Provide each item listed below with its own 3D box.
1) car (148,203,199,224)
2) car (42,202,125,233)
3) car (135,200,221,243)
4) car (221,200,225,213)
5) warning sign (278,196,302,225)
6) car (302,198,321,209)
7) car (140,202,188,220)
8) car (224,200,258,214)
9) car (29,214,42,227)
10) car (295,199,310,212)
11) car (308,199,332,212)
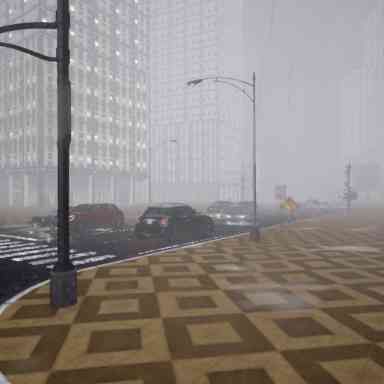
[{"bbox_3d":[-1.415,1.699,27.787,1.812,1.442,4.674,0,-1,34],"label":"car"},{"bbox_3d":[-6.355,1.468,20.505,2.097,1.767,4.553,0,-1,34],"label":"car"},{"bbox_3d":[-0.727,1.439,16.904,2.097,1.767,4.553,0,-1,34],"label":"car"},{"bbox_3d":[3.566,1.779,40.889,1.837,1.490,4.892,0,0,34],"label":"car"},{"bbox_3d":[6.764,1.251,22.994,1.300,1.860,1.060,0,0,34],"label":"warning sign"},{"bbox_3d":[19.065,1.831,52.789,1.882,1.535,5.008,0,0,31],"label":"car"},{"bbox_3d":[-2.566,1.710,31.866,1.837,1.490,4.892,0,-1,34],"label":"car"},{"bbox_3d":[6.060,1.735,38.774,1.882,1.535,5.008,0,0,34],"label":"car"},{"bbox_3d":[-8.429,1.685,23.272,2.033,1.411,5.357,0,-1,34],"label":"car"},{"bbox_3d":[13.843,1.898,44.394,1.895,1.301,4.718,0,-1,33],"label":"car"},{"bbox_3d":[16.839,1.886,43.042,1.895,1.301,4.718,0,0,33],"label":"car"}]
